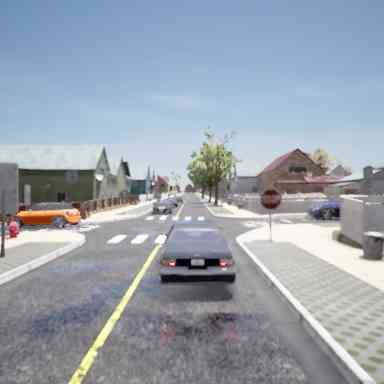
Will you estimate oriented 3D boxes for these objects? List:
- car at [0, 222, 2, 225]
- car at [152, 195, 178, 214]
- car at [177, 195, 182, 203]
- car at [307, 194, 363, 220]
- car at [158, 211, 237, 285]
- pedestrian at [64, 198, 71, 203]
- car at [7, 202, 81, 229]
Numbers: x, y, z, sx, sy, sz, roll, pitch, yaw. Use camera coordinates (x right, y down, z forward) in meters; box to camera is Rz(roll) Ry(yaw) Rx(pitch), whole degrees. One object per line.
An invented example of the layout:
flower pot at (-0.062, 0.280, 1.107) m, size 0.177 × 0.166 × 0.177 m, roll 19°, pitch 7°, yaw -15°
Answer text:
car at (-14.122, 1.851, 19.903) m, size 4.718 × 1.301 × 1.895 m, roll -2°, pitch -1°, yaw 0°
car at (-2.836, 1.374, 33.307) m, size 2.128 × 1.511 × 4.902 m, roll 0°, pitch 0°, yaw 0°
car at (-2.824, 1.385, 45.560) m, size 2.033 × 1.411 × 5.357 m, roll 0°, pitch 0°, yaw 0°
car at (10.394, 0.984, 23.071) m, size 4.553 × 1.767 × 2.097 m, roll -2°, pitch -1°, yaw 2°
car at (0.075, 1.515, 9.472) m, size 2.033 × 1.411 × 5.357 m, roll 0°, pitch 0°, yaw -1°
pedestrian at (-9.686, 1.369, 25.795) m, size 0.375 × 1.860 × 0.375 m, roll 0°, pitch 1°, yaw 0°
car at (-10.054, 1.536, 22.642) m, size 4.553 × 1.767 × 2.097 m, roll -2°, pitch -1°, yaw 7°
